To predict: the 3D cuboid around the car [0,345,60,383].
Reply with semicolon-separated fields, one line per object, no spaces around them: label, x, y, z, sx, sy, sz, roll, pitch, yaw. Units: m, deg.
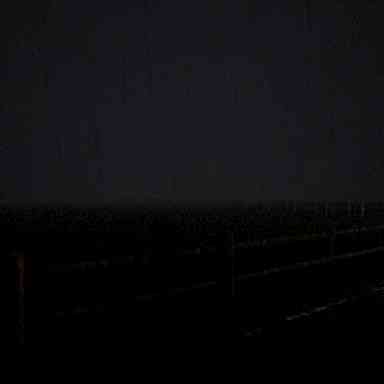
car;-2.987;1.552;0.826;5.357;1.411;2.033;0;0;-35
